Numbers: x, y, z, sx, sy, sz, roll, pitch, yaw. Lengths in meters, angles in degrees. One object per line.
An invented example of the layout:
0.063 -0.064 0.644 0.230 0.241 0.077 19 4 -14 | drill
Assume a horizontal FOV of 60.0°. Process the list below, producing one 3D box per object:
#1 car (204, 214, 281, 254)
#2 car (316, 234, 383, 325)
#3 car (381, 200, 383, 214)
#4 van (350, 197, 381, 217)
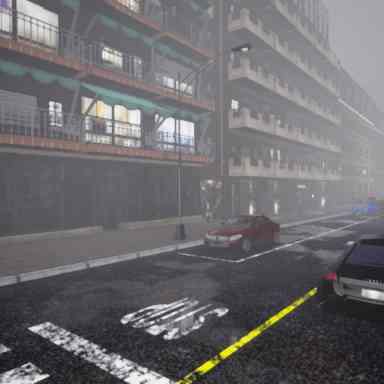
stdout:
2.189 1.572 13.491 1.802 1.307 4.206 -1 -1 38 | car
4.065 1.560 6.738 1.994 1.385 4.181 0 0 38 | car
19.597 1.562 35.429 1.802 1.307 4.206 -1 -1 38 | car
16.074 1.323 30.994 1.690 1.788 3.998 -1 -1 38 | van
